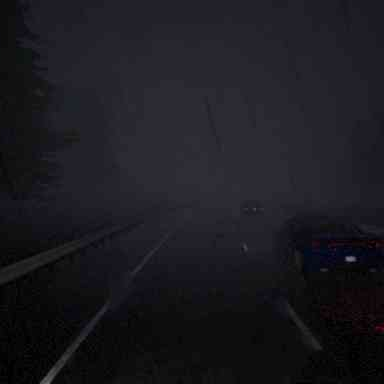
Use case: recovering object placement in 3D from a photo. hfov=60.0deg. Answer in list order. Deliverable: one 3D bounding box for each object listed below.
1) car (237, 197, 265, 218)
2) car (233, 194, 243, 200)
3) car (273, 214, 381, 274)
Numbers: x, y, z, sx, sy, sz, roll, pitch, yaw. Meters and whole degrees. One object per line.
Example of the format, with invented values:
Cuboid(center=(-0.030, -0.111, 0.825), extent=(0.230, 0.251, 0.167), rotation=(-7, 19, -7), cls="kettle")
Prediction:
Cuboid(center=(5.256, 1.432, 29.047), extent=(2.033, 1.411, 5.357), rotation=(0, 0, 6), cls="car")
Cuboid(center=(11.556, 1.170, 83.403), extent=(1.837, 1.490, 4.892), rotation=(0, 0, 17), cls="car")
Cuboid(center=(3.884, 1.438, 10.424), extent=(1.882, 1.535, 5.008), rotation=(0, 0, 2), cls="car")
